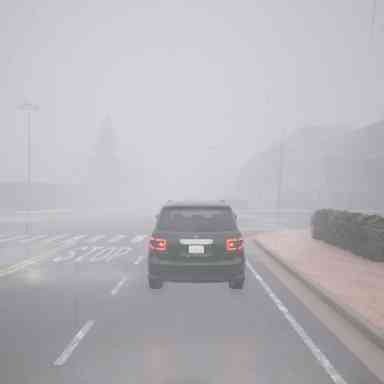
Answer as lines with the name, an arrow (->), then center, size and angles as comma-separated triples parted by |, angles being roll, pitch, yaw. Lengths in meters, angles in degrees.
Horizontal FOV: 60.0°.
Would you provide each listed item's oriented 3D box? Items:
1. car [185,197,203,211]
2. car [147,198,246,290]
car -> 0.245, 1.491, 42.355 | 2.128, 1.511, 4.902 | 0, 0, 1
car -> 0.121, 1.222, 9.248 | 2.150, 2.045, 5.566 | 0, 0, 1
